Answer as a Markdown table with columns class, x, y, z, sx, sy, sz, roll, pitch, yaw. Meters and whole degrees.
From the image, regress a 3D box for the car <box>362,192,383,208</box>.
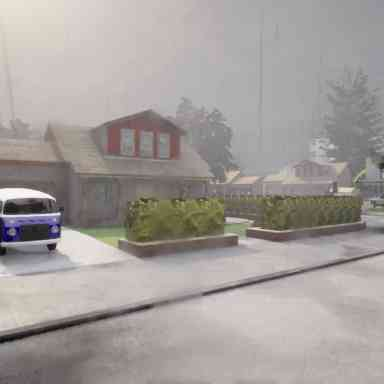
| class | x | y | z | sx | sy | sz | roll | pitch | yaw |
| --- | --- | --- | --- | --- | --- | --- | --- | --- | --- |
| car | 22.966 | 0.985 | 40.708 | 3.866 | 1.878 | 1.905 | 0 | 0 | -1 |
